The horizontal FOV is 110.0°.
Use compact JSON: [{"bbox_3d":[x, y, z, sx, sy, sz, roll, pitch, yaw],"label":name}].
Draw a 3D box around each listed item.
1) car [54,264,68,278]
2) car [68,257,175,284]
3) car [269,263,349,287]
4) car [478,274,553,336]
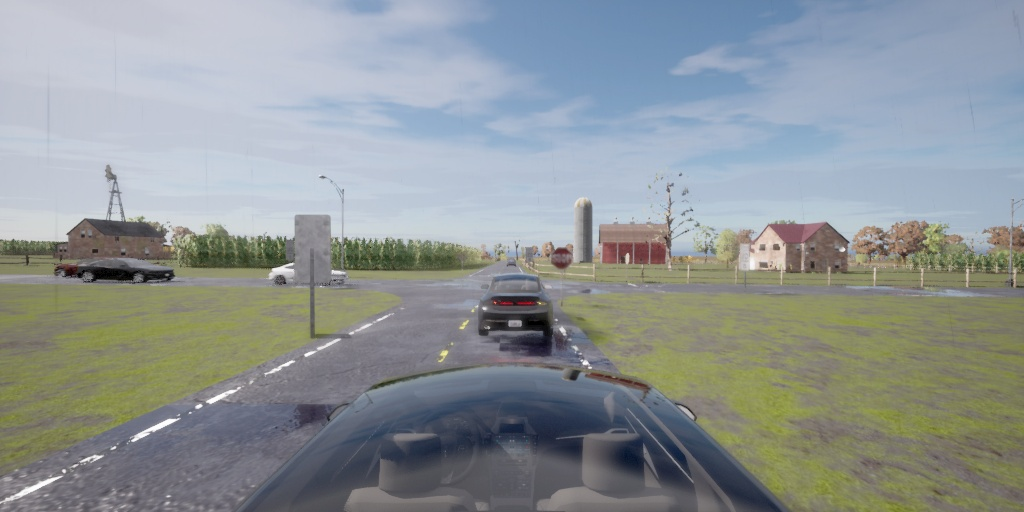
[{"bbox_3d":[-29.656,0.801,25.785,5.008,1.535,1.882,1,1,0],"label":"car"},{"bbox_3d":[-24.508,0.910,22.867,5.008,1.535,1.882,1,1,0],"label":"car"},{"bbox_3d":[-12.816,1.133,22.709,4.674,1.442,1.812,1,1,4],"label":"car"},{"bbox_3d":[0.130,1.255,10.379,1.837,1.490,4.892,0,0,1],"label":"car"}]
